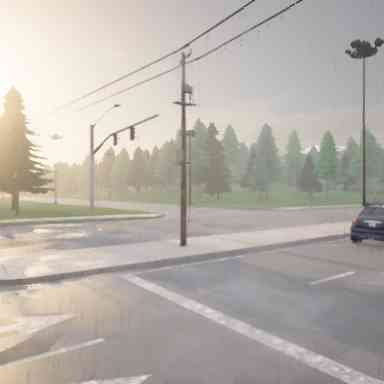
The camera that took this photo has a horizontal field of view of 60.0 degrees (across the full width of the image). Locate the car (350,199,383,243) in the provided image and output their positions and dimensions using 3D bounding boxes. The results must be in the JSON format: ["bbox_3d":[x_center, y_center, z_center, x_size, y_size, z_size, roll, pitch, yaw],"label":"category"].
[{"bbox_3d":[9.050,1.356,14.832,4.553,1.767,2.097,0,0,-37],"label":"car"}]
